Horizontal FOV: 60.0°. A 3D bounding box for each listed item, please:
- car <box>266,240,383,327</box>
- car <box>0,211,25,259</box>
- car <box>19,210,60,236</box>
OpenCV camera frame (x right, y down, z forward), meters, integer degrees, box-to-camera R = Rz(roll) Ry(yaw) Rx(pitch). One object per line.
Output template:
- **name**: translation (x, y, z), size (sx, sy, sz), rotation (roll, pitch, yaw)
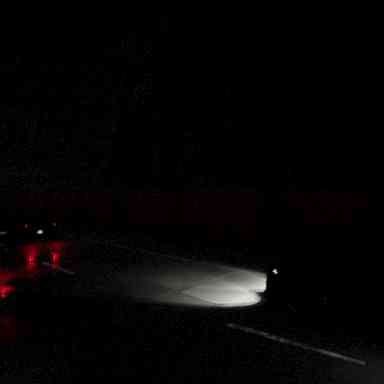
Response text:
- **car**: translation (3.489, 1.575, 5.984), size (4.181, 1.385, 1.994), rotation (0, 0, 37)
- **car**: translation (-7.888, 1.484, 11.530), size (4.902, 1.511, 2.128), rotation (0, 0, 45)
- **car**: translation (-8.759, 1.595, 17.310), size (1.895, 1.301, 4.718), rotation (0, 0, -45)
